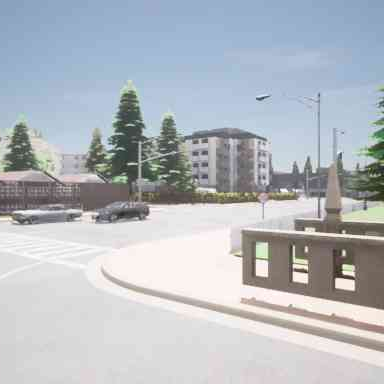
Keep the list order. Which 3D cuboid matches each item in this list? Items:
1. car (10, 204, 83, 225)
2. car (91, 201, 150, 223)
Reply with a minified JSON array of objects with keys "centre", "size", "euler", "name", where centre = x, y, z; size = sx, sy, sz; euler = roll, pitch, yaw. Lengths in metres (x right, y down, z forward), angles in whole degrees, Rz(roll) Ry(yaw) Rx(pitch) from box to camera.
[{"centre":[-10.555,1.592,24.391],"size":[1.895,1.301,4.718],"euler":[0,0,38],"name":"car"},{"centre":[-5.356,1.482,25.397],"size":[2.128,1.511,4.902],"euler":[0,0,38],"name":"car"}]
